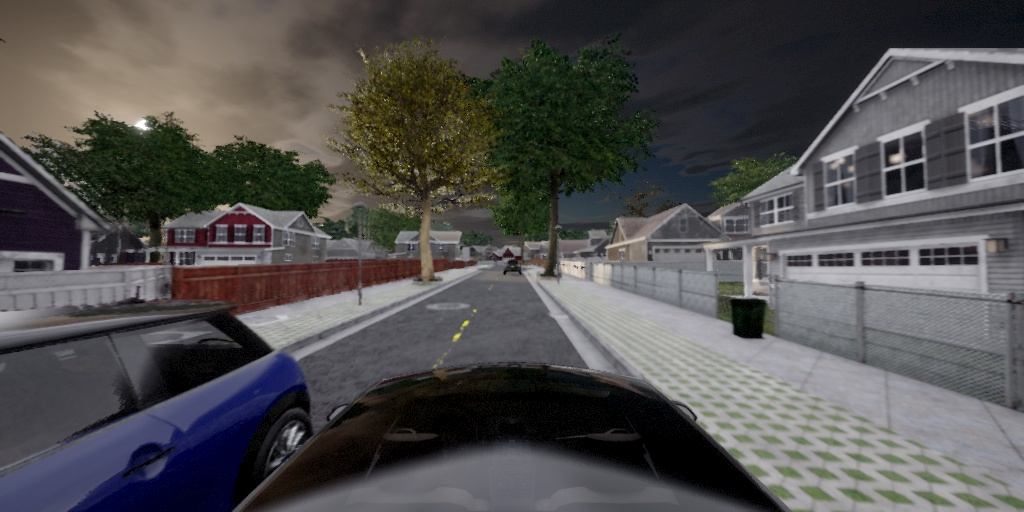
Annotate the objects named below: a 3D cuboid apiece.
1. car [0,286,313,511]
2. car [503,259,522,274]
[{"bbox_3d":[-2.833,1.104,1.288,2.097,1.767,4.553,0,0,0],"label":"car"},{"bbox_3d":[0.069,1.215,42.714,2.097,1.767,4.553,0,0,0],"label":"car"}]
